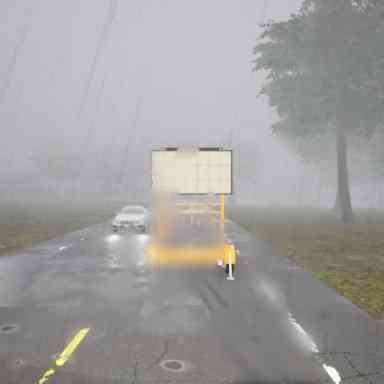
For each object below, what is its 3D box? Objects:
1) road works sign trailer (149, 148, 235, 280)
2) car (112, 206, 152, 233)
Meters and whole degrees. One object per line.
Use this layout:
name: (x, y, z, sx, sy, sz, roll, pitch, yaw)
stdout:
road works sign trailer: (-0.003, 0.479, 10.004, 2.380, 3.560, 2.880, 0, 0, 0)
car: (-3.546, 1.576, 20.365, 1.812, 1.442, 4.674, 0, 0, 0)
